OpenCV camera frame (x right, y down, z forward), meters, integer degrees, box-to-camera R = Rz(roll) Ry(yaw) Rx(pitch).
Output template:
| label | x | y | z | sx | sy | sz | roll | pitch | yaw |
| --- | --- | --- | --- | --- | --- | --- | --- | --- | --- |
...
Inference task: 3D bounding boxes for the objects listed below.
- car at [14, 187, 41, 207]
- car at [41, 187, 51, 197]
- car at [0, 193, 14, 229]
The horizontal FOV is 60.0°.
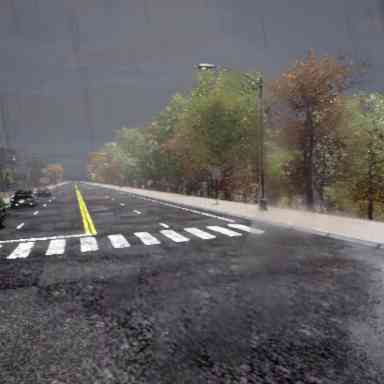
| label | x | y | z | sx | sy | sz | roll | pitch | yaw |
| --- | --- | --- | --- | --- | --- | --- | --- | --- | --- |
| car | -15.264 | 0.596 | 30.316 | 1.837 | 1.490 | 4.892 | -3 | 2 | -19 |
| car | -21.947 | -0.013 | 49.122 | 2.033 | 1.411 | 5.357 | -3 | 3 | -19 |
| car | -9.764 | 0.864 | 14.459 | 2.150 | 2.045 | 5.566 | -3 | 3 | -16 |
